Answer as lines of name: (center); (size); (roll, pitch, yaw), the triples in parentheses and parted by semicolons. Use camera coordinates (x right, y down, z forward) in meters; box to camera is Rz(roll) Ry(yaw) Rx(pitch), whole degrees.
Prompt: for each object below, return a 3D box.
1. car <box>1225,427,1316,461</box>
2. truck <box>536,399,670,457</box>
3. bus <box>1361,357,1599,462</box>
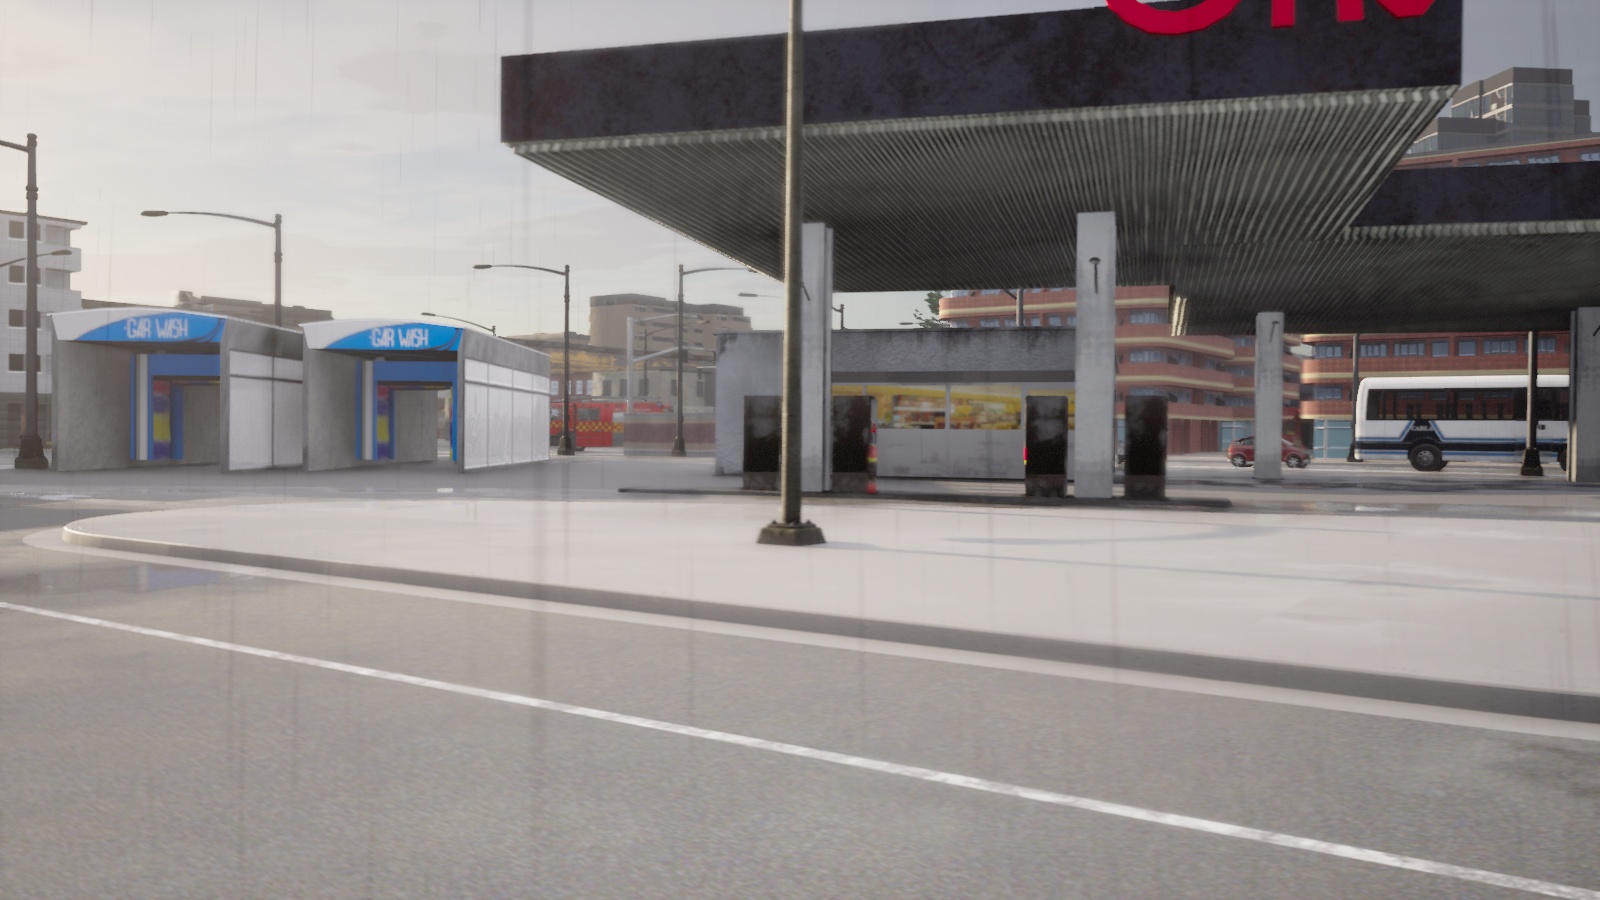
car: (22.380, -0.299, 59.748); (3.705, 1.549, 1.789); (0, 1, 33)
truck: (-13.427, -1.502, 85.825); (8.468, 3.827, 2.891); (0, 1, 9)
bus: (30.260, -1.654, 54.530); (10.273, 4.253, 3.944); (0, 1, 33)
